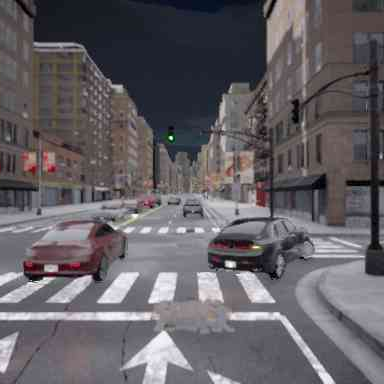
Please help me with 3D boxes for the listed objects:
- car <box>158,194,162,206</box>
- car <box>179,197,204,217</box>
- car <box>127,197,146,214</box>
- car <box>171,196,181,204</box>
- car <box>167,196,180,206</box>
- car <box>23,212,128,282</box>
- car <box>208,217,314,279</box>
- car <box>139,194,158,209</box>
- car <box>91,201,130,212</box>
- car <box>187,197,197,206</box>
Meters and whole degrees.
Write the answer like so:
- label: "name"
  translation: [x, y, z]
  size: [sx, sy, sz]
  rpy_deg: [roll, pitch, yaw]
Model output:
- label: "car"
  translation: [-6.505, 1.299, 57.929]
  size: [2.150, 2.045, 5.566]
  rpy_deg: [0, 0, 0]
- label: "car"
  translation: [0.097, 1.541, 32.467]
  size: [2.128, 1.511, 4.902]
  rpy_deg: [0, 0, 0]
- label: "car"
  translation: [-6.590, 1.581, 36.574]
  size: [1.812, 1.442, 4.674]
  rpy_deg: [0, 0, 0]
- label: "car"
  translation: [-3.256, 1.570, 68.153]
  size: [1.882, 1.535, 5.008]
  rpy_deg: [0, 0, 0]
- label: "car"
  translation: [-3.255, 1.642, 58.152]
  size: [1.994, 1.385, 4.181]
  rpy_deg: [0, 0, 0]
- label: "car"
  translation: [-3.148, 1.544, 9.730]
  size: [1.812, 1.442, 4.674]
  rpy_deg: [0, 0, 0]
- label: "car"
  translation: [2.260, 1.524, 10.262]
  size: [1.837, 1.490, 4.892]
  rpy_deg: [-3, -1, 33]
- label: "car"
  translation: [-6.546, 1.289, 47.237]
  size: [2.150, 2.045, 5.566]
  rpy_deg: [0, 0, 1]
- label: "car"
  translation: [-6.598, 1.643, 26.563]
  size: [1.895, 1.301, 4.718]
  rpy_deg: [0, 0, 0]
- label: "car"
  translation: [0.015, 1.604, 59.134]
  size: [1.812, 1.442, 4.674]
  rpy_deg: [0, 0, 0]
